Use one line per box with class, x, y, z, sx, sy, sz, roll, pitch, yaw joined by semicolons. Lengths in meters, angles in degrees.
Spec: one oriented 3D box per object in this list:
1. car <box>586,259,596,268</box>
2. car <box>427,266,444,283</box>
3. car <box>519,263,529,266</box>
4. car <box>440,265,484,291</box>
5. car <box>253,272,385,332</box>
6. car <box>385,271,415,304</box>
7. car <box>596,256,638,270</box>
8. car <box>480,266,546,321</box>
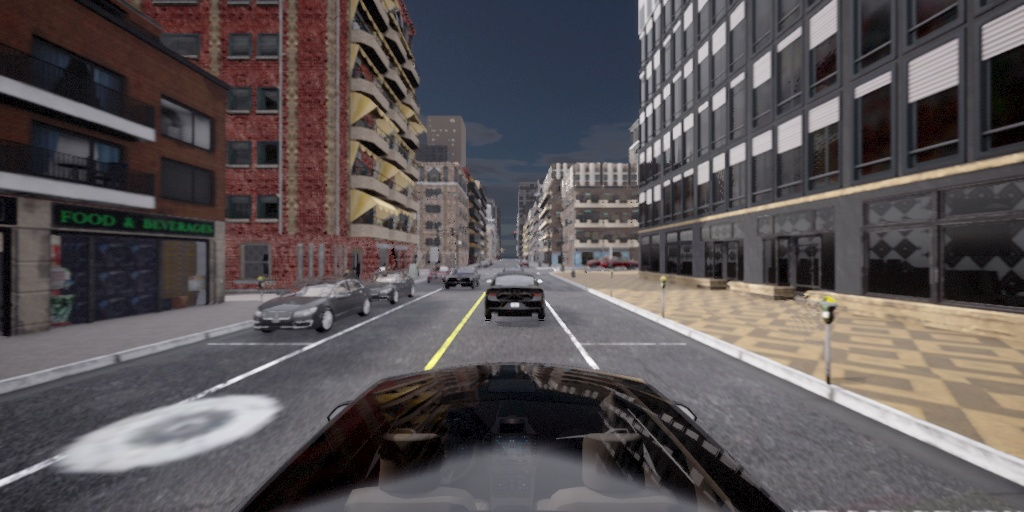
car;14.575;1.012;57.749;5.009;1.841;2.192;0;0;0
car;-5.741;1.454;29.388;1.802;1.307;4.207;0;0;0
car;0.095;1.470;28.813;1.895;1.301;4.718;0;0;0
car;-3.097;1.444;23.094;1.895;1.301;4.718;0;0;0
car;-5.691;1.340;10.823;2.007;1.370;4.403;0;0;0
car;-5.690;1.365;16.471;2.007;1.370;4.403;0;0;0
car;14.709;0.989;49.370;5.009;1.841;2.192;0;0;0
car;0.092;1.276;12.786;1.882;1.535;5.008;0;0;0
